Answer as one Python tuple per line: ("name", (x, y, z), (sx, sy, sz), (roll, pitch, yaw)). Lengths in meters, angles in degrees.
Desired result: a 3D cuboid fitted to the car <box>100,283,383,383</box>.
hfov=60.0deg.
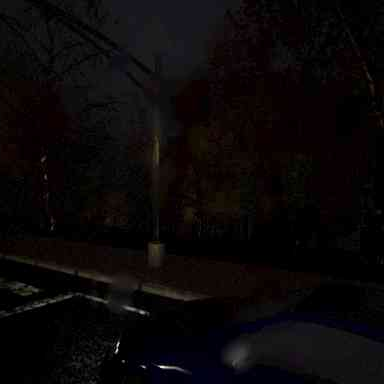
("car", (1.127, 1.564, 2.879), (4.181, 1.385, 1.994), (0, 0, 35))
